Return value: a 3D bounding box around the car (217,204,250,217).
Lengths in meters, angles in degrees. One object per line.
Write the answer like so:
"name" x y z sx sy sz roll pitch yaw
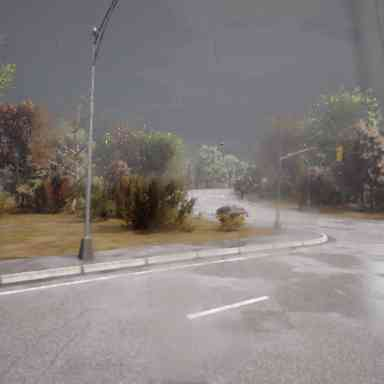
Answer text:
"car" 4.183 1.969 34.074 1.994 1.385 4.181 2 0 -22
